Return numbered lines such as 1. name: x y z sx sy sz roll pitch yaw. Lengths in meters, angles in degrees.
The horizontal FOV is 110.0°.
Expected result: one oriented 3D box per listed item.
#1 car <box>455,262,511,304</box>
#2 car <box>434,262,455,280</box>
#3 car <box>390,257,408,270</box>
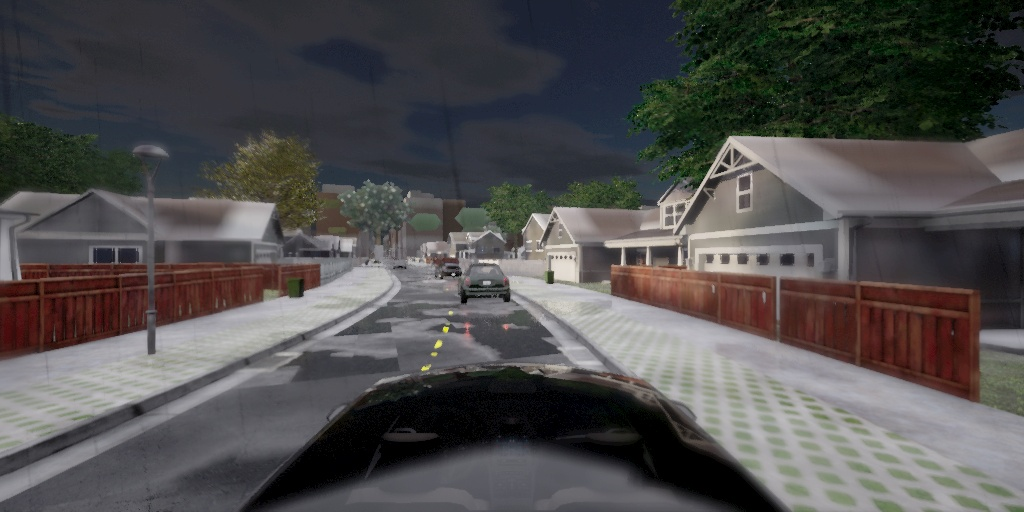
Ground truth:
1. car: -1.414 1.111 16.672 2.097 1.767 4.553 0 0 -11
2. car: -5.604 1.254 31.333 1.837 1.490 4.892 0 0 -21
3. car: -16.266 1.281 51.878 1.837 1.490 4.892 0 0 -21
